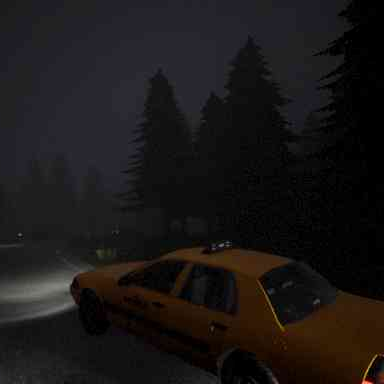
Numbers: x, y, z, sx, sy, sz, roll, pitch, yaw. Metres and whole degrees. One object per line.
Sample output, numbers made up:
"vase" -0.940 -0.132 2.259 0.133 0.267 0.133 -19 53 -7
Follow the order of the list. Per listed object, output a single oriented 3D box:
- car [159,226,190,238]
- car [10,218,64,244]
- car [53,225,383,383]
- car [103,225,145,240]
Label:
"car" -2.309 5.543 46.247 1.882 1.535 5.008 -5 -8 30
"car" -12.751 3.218 28.039 2.150 2.045 5.566 -4 -7 7
"car" 0.159 1.440 4.721 5.366 1.575 1.801 0 1 43
"car" -7.425 4.510 36.937 2.033 1.411 5.357 -4 -8 20
